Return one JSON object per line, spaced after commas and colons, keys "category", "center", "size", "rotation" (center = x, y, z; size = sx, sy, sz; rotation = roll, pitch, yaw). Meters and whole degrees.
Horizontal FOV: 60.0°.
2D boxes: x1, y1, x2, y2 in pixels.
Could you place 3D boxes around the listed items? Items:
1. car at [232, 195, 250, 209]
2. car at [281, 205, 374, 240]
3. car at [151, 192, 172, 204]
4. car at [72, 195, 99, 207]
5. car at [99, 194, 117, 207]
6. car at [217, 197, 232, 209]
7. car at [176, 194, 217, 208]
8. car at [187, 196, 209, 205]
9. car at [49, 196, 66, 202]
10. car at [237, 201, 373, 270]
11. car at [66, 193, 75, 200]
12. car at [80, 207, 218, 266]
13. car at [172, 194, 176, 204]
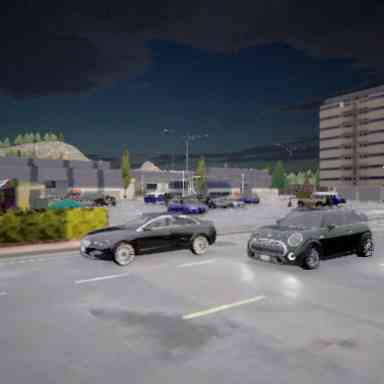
{"category": "car", "center": [5.021, 1.398, 42.822], "size": [1.970, 1.475, 3.806], "rotation": [0, 0, -35]}
{"category": "car", "center": [7.314, 1.518, 17.700], "size": [5.357, 1.411, 2.033], "rotation": [0, 0, -35]}
{"category": "car", "center": [-6.777, 1.142, 74.339], "size": [1.905, 1.878, 3.866], "rotation": [0, 0, -35]}
{"category": "car", "center": [-15.124, 1.392, 47.089], "size": [1.784, 1.438, 3.905], "rotation": [0, 0, -35]}
{"category": "car", "center": [-12.717, 1.176, 48.702], "size": [1.932, 1.855, 4.605], "rotation": [0, 0, -35]}
{"category": "car", "center": [2.652, 1.372, 41.158], "size": [1.784, 1.438, 3.905], "rotation": [0, 0, -35]}
{"category": "car", "center": [0.485, 1.166, 39.573], "size": [1.932, 1.855, 4.605], "rotation": [0, 0, -35]}
{"category": "car", "center": [1.055, 1.387, 58.494], "size": [1.970, 1.475, 3.806], "rotation": [0, 0, -35]}
{"category": "car", "center": [-25.185, 1.423, 61.368], "size": [1.970, 1.475, 3.806], "rotation": [0, 0, -35]}
{"category": "car", "center": [3.984, 1.334, 11.054], "size": [4.553, 1.767, 2.097], "rotation": [0, 0, -35]}
{"category": "car", "center": [-22.810, 1.178, 63.024], "size": [1.905, 1.878, 3.866], "rotation": [0, 0, -35]}
{"category": "car", "center": [-1.335, 1.481, 11.615], "size": [4.902, 1.511, 2.128], "rotation": [0, 0, -35]}
{"category": "car", "center": [-4.378, 1.134, 75.959], "size": [1.932, 1.855, 4.605], "rotation": [0, 0, -35]}
